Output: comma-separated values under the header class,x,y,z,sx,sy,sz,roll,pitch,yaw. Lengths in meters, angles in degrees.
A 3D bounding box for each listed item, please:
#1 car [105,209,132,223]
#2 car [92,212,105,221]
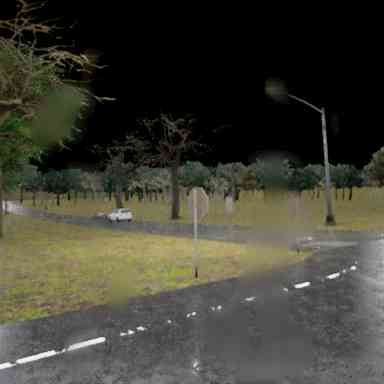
class,x,y,z,sx,sy,sz,roll,pitch,yaw
car,-11.509,3.766,53.157,2.150,2.045,5.566,-2,-2,-34
car,-16.883,4.464,60.939,1.812,1.442,4.674,-2,-1,-35
